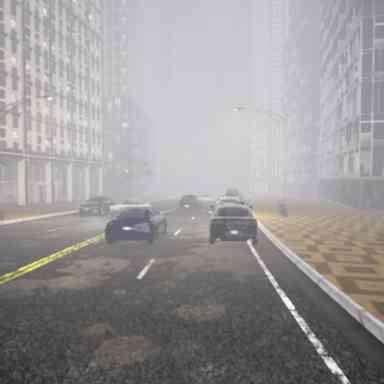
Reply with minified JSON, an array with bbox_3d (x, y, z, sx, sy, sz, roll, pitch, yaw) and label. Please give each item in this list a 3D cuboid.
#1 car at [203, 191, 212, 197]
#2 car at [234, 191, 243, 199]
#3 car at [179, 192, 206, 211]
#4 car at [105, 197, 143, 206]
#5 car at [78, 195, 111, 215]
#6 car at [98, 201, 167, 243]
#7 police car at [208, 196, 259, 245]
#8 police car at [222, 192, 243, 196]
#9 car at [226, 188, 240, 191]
[{"bbox_3d":[2.782,0.525,66.281,1.994,1.385,4.181,0,1,9],"label":"car"},{"bbox_3d":[9.308,0.503,66.468,1.812,1.442,4.674,0,1,8],"label":"car"},{"bbox_3d":[-0.092,0.994,32.947,1.837,1.490,4.892,0,1,9],"label":"car"},{"bbox_3d":[-4.671,1.197,25.482,1.895,1.301,4.718,0,1,7],"label":"car"},{"bbox_3d":[-7.672,1.061,27.481,1.837,1.490,4.892,0,1,8],"label":"car"},{"bbox_3d":[-2.318,1.334,14.687,1.994,1.385,4.181,0,1,4],"label":"car"},{"bbox_3d":[1.735,1.205,14.520,1.930,1.638,5.238,0,1,5],"label":"police car"},{"bbox_3d":[2.746,1.059,24.219,1.930,1.638,5.238,0,1,7],"label":"police car"},{"bbox_3d":[6.024,0.488,48.249,2.150,2.045,5.566,0,1,12],"label":"car"}]
